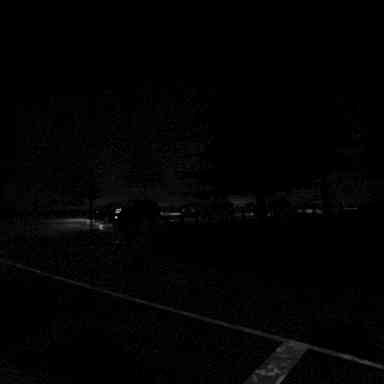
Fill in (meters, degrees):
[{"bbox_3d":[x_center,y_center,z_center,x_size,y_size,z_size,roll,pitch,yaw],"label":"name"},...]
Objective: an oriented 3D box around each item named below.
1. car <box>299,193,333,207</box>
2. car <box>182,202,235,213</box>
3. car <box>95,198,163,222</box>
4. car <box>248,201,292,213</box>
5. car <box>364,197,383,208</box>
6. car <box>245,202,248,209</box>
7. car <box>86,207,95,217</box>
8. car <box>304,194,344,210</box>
[{"bbox_3d":[17.449,1.146,46.108,5.566,2.045,2.150,0,0,-28],"label":"car"},{"bbox_3d":[1.880,1.400,30.774,4.902,1.511,2.128,0,0,-42],"label":"car"},{"bbox_3d":[-4.332,1.255,24.365,2.097,1.767,4.553,0,0,41],"label":"car"},{"bbox_3d":[8.811,1.271,36.504,4.553,1.767,2.097,0,0,-35],"label":"car"},{"bbox_3d":[26.252,1.453,46.414,4.902,1.511,2.128,0,0,-22],"label":"car"},{"bbox_3d":[8.704,1.506,40.753,4.718,1.301,1.895,0,0,-35],"label":"car"},{"bbox_3d":[-6.065,1.431,27.826,2.033,1.411,5.357,0,0,43],"label":"car"},{"bbox_3d":[16.937,1.414,41.844,5.008,1.535,1.882,0,0,-29],"label":"car"}]
